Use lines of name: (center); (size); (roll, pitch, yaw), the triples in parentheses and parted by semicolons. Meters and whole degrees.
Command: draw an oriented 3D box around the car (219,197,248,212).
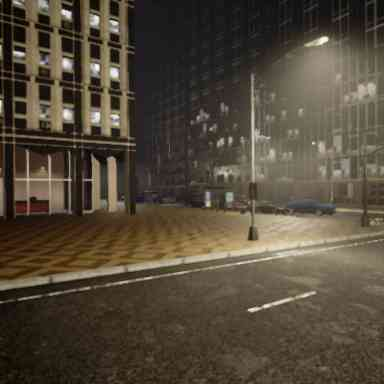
car: (4.413, 1.521, 37.622); (1.802, 1.307, 4.206); (0, 1, -34)

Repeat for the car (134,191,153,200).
car: (-11.027, 0.797, 75.254); (2.192, 1.841, 5.009); (0, 1, -34)

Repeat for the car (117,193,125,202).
car: (-14.739, 1.177, 65.836); (2.008, 1.369, 4.403); (0, 1, -34)

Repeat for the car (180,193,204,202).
car: (0.757, 1.169, 47.758); (2.097, 1.767, 4.553); (-1, 1, -34)

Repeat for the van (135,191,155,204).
van: (-8.322, 1.074, 56.450); (1.690, 1.788, 3.998); (0, 1, -34)

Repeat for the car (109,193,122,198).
car: (-20.650, 0.872, 89.332); (2.008, 1.369, 4.403); (0, 1, -34)

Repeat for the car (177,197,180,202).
car: (-1.405, 1.223, 61.180); (1.802, 1.307, 4.206); (0, 1, -34)

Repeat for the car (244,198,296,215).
car: (7.606, 1.557, 32.918); (1.947, 1.339, 4.313); (0, 1, -34)

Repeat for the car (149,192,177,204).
car: (-5.015, 1.248, 56.282); (1.812, 1.442, 4.674); (-1, 1, -34)

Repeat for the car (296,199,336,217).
car: (11.400, 1.464, 32.172); (1.882, 1.535, 5.008); (-1, 1, -34)

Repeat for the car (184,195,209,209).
car: (1.254, 1.454, 42.347); (1.947, 1.339, 4.313); (0, 1, -34)

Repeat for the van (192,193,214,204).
van: (1.803, 1.035, 56.486); (1.690, 1.788, 3.998); (0, 1, -34)
